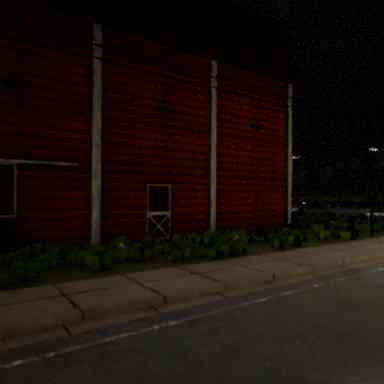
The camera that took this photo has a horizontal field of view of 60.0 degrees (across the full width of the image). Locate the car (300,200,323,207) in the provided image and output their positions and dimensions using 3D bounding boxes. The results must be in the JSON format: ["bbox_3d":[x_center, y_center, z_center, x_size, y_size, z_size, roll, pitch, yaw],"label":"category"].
[{"bbox_3d":[18.135,1.920,50.564,4.193,1.474,1.816,1,0,-36],"label":"car"}]

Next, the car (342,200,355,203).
[{"bbox_3d":[27.808,2.056,59.128,3.905,1.438,1.784,1,0,-36],"label":"car"}]
